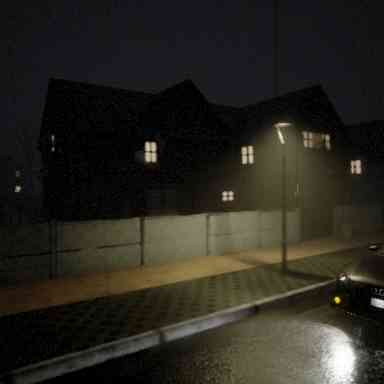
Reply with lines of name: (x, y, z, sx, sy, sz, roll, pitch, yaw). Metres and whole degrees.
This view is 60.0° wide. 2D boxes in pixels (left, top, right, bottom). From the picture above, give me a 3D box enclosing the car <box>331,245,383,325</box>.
car: (4.506, 1.515, 6.224, 4.181, 1.385, 1.994, 0, 0, -35)
